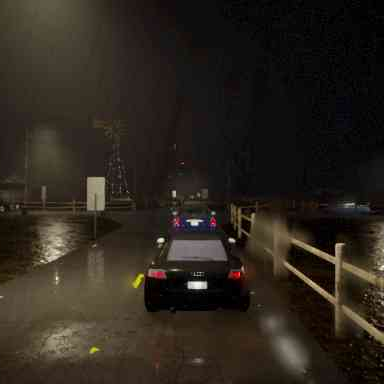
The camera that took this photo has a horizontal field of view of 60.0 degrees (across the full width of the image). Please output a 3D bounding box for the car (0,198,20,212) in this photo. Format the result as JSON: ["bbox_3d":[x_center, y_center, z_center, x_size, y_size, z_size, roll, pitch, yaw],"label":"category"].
[{"bbox_3d":[-20.281,1.291,34.042,4.892,1.490,1.837,1,-2,0],"label":"car"}]

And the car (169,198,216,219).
[{"bbox_3d":[0.109,1.380,16.357,2.097,1.767,4.553,0,0,0],"label":"car"}]

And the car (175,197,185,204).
[{"bbox_3d":[-2.686,1.879,75.188,1.994,1.385,4.181,0,0,0],"label":"car"}]

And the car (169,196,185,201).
[{"bbox_3d":[-2.796,1.681,55.433,2.128,1.511,4.902,0,0,0],"label":"car"}]

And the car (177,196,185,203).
[{"bbox_3d":[-2.674,1.883,85.317,1.882,1.535,5.008,0,0,0],"label":"car"}]

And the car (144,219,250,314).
[{"bbox_3d":[0.104,1.573,7.714,1.994,1.385,4.181,0,0,0],"label":"car"}]

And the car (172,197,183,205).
[{"bbox_3d":[-2.737,1.731,65.237,1.882,1.535,5.008,0,0,1],"label":"car"}]

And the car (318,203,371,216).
[{"bbox_3d":[17.236,1.940,37.640,5.357,1.411,2.033,1,-2,0],"label":"car"}]
